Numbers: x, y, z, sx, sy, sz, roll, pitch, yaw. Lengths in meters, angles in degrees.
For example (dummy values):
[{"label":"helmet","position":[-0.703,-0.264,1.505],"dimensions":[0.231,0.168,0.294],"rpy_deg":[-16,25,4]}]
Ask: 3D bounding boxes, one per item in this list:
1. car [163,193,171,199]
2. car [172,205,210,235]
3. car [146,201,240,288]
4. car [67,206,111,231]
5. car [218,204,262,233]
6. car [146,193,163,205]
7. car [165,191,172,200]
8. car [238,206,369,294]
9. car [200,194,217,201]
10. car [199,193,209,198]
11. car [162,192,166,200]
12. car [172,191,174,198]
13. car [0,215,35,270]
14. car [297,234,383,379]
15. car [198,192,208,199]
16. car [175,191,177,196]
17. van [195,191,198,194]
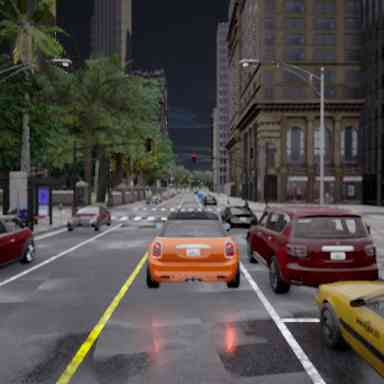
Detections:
[{"label":"car","position":[-6.213,0.975,83.642],"dimensions":[1.752,1.417,4.829],"rpy_deg":[0,0,0]},{"label":"car","position":[-0.036,1.485,19.052],"dimensions":[1.895,1.301,4.718],"rpy_deg":[0,0,0]},{"label":"car","position":[0.029,1.296,9.232],"dimensions":[2.097,1.767,4.553],"rpy_deg":[0,0,0]},{"label":"car","position":[-5.863,1.463,19.434],"dimensions":[1.802,1.307,4.206],"rpy_deg":[0,0,0]},{"label":"car","position":[2.662,1.447,19.462],"dimensions":[1.947,1.339,4.313],"rpy_deg":[0,0,0]},{"label":"car","position":[-6.037,1.226,51.291],"dimensions":[2.008,1.369,4.403],"rpy_deg":[0,0,0]},{"label":"car","position":[-6.155,0.967,72.971],"dimensions":[1.967,1.590,4.097],"rpy_deg":[0,0,0]},{"label":"car","position":[2.720,1.263,8.610],"dimensions":[2.192,1.841,5.009],"rpy_deg":[0,0,0]},{"label":"car","position":[2.518,1.277,45.898],"dimensions":[1.947,1.339,4.313],"rpy_deg":[0,0,0]},{"label":"car","position":[2.488,1.242,51.318],"dimensions":[1.947,1.339,4.313],"rpy_deg":[0,0,0]},{"label":"car","position":[-6.067,1.080,56.711],"dimensions":[1.967,1.590,4.097],"rpy_deg":[0,0,0]},{"label":"car","position":[-6.185,0.803,78.391],"dimensions":[2.192,1.841,5.009],"rpy_deg":[0,0,0]},{"label":"car","position":[-5.805,1.388,8.581],"dimensions":[1.967,1.590,4.097],"rpy_deg":[0,0,0]},{"label":"car","position":[2.750,1.505,3.357],"dimensions":[1.752,1.417,4.829],"rpy_deg":[0,0,0]},{"label":"car","position":[2.458,1.164,56.908],"dimensions":[1.752,1.417,4.829],"rpy_deg":[0,0,0]},{"label":"car","position":[-6.274,0.683,94.651],"dimensions":[2.192,1.841,5.009],"rpy_deg":[0,0,0]},{"label":"van","position":[2.311,0.789,83.838],"dimensions":[1.690,1.788,3.998],"rpy_deg":[0,0,0]}]
